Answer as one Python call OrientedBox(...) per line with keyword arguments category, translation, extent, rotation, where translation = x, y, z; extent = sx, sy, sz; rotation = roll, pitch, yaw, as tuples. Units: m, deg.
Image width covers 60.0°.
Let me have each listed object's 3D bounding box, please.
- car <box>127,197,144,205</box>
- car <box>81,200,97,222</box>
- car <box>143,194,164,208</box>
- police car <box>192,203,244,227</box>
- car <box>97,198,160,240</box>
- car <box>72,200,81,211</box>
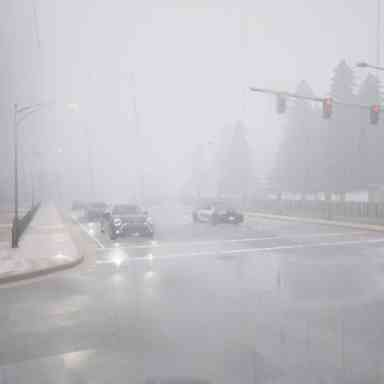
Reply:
OrientedBox(category="car", translation=(-10.245, 1.637, 59.733), extent=(1.895, 1.301, 4.718), rotation=(0, 0, -23))
OrientedBox(category="car", translation=(-7.706, 1.555, 27.254), extent=(1.837, 1.490, 4.892), rotation=(0, 0, -24))
OrientedBox(category="car", translation=(-5.972, 1.256, 49.997), extent=(2.150, 2.045, 5.566), rotation=(0, 0, -23))
OrientedBox(category="police car", translation=(1.593, 1.547, 23.656), extent=(2.038, 1.542, 4.974), rotation=(0, 0, -23))
OrientedBox(category="car", translation=(-3.502, 1.401, 17.558), extent=(2.097, 1.767, 4.553), rotation=(0, 0, -23))
OrientedBox(category="car", translation=(-14.181, 1.652, 42.228), extent=(1.895, 1.301, 4.718), rotation=(0, 0, -23))
